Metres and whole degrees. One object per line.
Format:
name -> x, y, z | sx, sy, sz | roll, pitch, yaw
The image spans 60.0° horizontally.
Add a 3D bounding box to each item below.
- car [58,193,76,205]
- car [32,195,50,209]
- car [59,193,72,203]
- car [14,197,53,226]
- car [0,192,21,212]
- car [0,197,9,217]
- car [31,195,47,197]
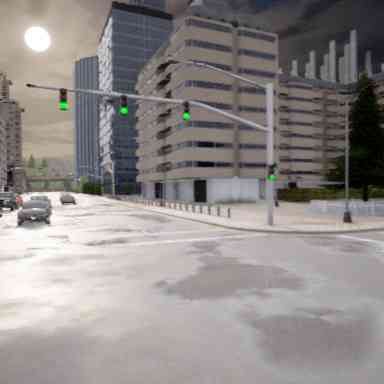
car -> -18.194, 1.151, 48.919 | 1.994, 1.385, 4.181 | -1, 1, -24
car -> -18.282, 1.189, 40.326 | 1.837, 1.490, 4.892 | -1, 1, -23
car -> -22.168, 1.020, 58.040 | 1.837, 1.490, 4.892 | -1, 1, -24
car -> -10.562, 1.331, 22.380 | 1.837, 1.490, 4.892 | -1, 1, -23
car -> -20.004, 0.975, 35.422 | 2.150, 2.045, 5.566 | -1, 1, -23
car -> -15.983, 1.375, 26.075 | 2.033, 1.411, 5.357 | -1, 1, -23
car -> -14.190, 1.112, 30.750 | 2.097, 1.767, 4.553 | -1, 1, -23
